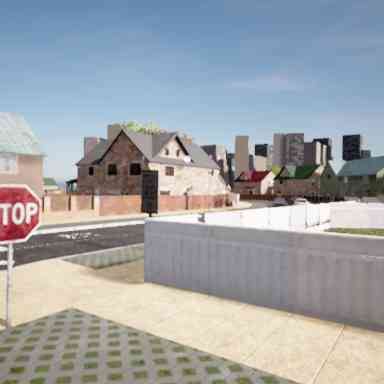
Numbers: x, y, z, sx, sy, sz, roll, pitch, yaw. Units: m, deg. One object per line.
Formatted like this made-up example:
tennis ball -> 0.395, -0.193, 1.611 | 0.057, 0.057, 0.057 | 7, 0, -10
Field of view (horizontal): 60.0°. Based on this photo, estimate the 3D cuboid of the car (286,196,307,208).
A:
car -> 16.061, 1.482, 51.345 | 2.128, 1.511, 4.902 | 1, 0, 6

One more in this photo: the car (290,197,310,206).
car -> 13.278, 1.551, 40.317 | 1.812, 1.442, 4.674 | 2, 0, 21

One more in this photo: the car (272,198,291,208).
car -> 11.796, 1.498, 44.590 | 2.033, 1.411, 5.357 | 2, 1, 17
